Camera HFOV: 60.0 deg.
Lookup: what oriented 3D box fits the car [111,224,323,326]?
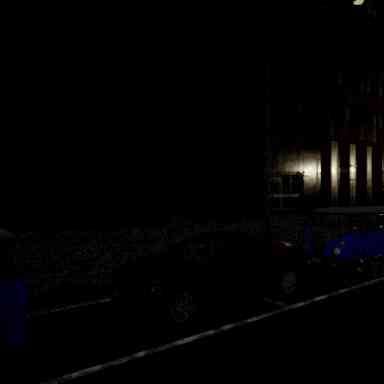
[{"bbox_3d":[0.549,1.545,7.047,4.507,1.381,1.887,0,0,-36],"label":"car"}]

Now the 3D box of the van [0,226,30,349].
[{"bbox_3d":[-4.020,1.341,3.777,3.998,1.788,1.690,0,0,-36],"label":"van"}]

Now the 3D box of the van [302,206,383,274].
[{"bbox_3d":[5.117,1.343,10.318,3.998,1.788,1.690,0,0,-36],"label":"van"}]
